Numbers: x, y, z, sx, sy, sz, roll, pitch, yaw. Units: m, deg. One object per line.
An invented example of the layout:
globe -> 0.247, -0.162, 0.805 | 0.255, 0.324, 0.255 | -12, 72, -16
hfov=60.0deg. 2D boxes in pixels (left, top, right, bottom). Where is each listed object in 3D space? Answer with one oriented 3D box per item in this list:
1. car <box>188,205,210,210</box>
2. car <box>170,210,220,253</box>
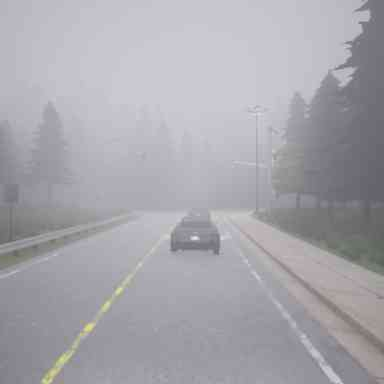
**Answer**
car -> 0.619, 1.840, 29.210 | 1.994, 1.385, 4.181 | 0, 0, 2
car -> 0.163, 1.700, 14.302 | 1.994, 1.385, 4.181 | 0, 0, 2
